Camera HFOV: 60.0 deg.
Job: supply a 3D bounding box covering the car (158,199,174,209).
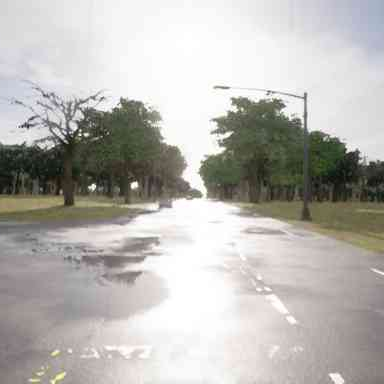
[{"bbox_3d":[-3.554,1.670,45.680,1.895,1.301,4.718,0,0,0],"label":"car"}]
